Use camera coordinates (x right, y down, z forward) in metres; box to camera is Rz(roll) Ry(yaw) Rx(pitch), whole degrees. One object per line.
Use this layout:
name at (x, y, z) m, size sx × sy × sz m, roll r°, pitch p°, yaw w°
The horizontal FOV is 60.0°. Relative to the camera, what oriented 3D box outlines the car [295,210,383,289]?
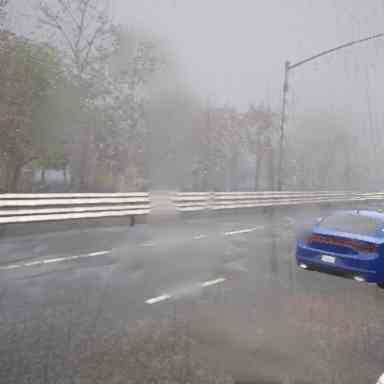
car at (4.535, 1.217, 8.631) m, size 1.882 × 1.535 × 5.008 m, roll 5°, pitch 4°, yaw 44°
